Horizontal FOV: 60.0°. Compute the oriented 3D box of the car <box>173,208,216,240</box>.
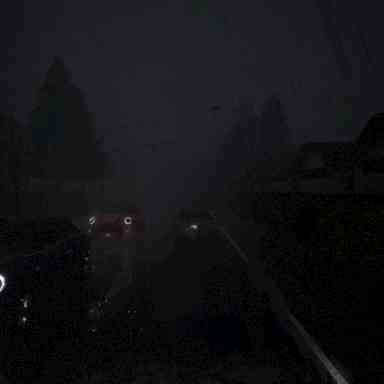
[{"bbox_3d":[0.101,1.460,16.263,1.994,1.385,4.181,0,0,0],"label":"car"}]

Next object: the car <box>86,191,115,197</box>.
[{"bbox_3d":[-16.774,0.691,61.073,3.866,1.878,1.905,0,0,-1],"label":"car"}]

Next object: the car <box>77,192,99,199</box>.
[{"bbox_3d":[-24.023,0.813,76.775,4.514,1.523,2.007,0,0,-1],"label":"car"}]

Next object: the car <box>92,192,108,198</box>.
[{"bbox_3d":[-24.040,0.772,86.767,3.633,1.501,1.845,0,0,-1],"label":"car"}]

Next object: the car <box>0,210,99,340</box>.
[{"bbox_3d":[-3.589,1.310,6.539,2.097,1.767,4.553,0,0,0],"label":"car"}]

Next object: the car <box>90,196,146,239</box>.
[{"bbox_3d":[-3.583,1.247,16.458,2.097,1.767,4.553,0,0,0],"label":"car"}]
